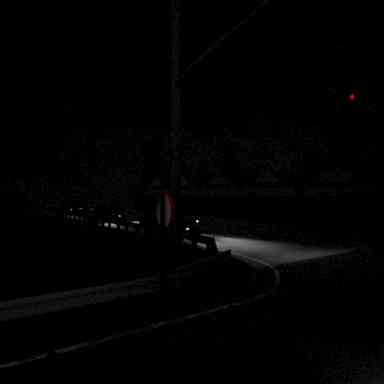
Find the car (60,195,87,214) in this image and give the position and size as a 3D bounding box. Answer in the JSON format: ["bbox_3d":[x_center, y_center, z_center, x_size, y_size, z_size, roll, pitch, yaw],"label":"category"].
[{"bbox_3d":[-13.305,1.410,37.560,2.150,2.045,5.566,0,0,-34],"label":"car"}]

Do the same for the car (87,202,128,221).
[{"bbox_3d":[-7.239,1.696,28.931,1.837,1.490,4.892,0,0,-35],"label":"car"}]

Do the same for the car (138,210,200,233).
[{"bbox_3d":[-1.511,1.792,20.772,1.895,1.301,4.718,0,0,-35],"label":"car"}]
